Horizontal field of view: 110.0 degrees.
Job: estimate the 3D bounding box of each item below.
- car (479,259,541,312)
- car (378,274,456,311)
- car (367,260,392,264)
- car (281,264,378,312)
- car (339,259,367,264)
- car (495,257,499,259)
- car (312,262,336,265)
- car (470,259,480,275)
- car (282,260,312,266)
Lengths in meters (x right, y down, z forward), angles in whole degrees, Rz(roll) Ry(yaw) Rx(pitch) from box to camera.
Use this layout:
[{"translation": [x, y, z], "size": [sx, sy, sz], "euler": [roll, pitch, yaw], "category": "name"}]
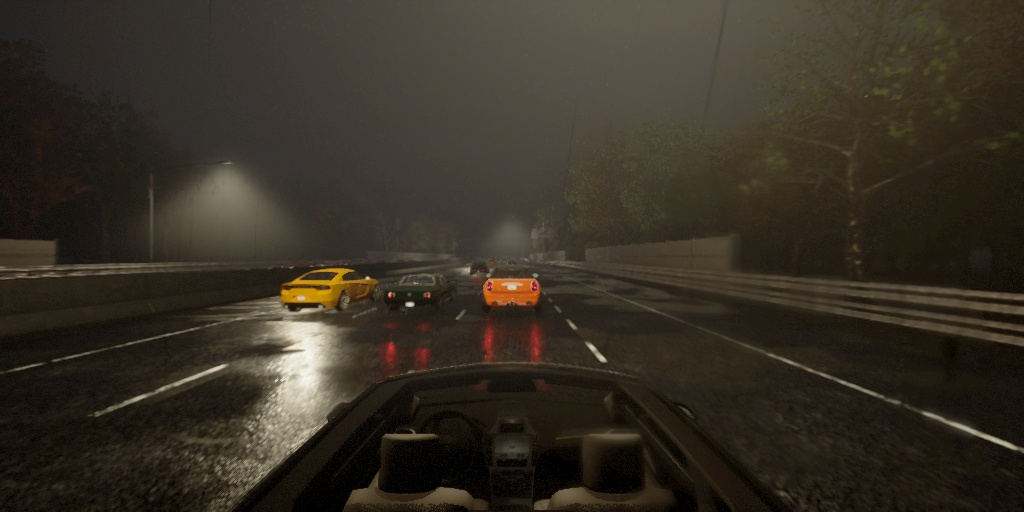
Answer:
[{"translation": [0.001, 1.124, 14.580], "size": [2.097, 1.767, 4.553], "euler": [0, 0, 0], "category": "car"}, {"translation": [-3.499, 1.373, 14.523], "size": [1.895, 1.301, 4.718], "euler": [0, 0, 0], "category": "car"}, {"translation": [-17.549, 1.336, 48.989], "size": [1.837, 1.490, 4.892], "euler": [0, 0, 1], "category": "car"}, {"translation": [-7.001, 1.250, 14.399], "size": [1.882, 1.535, 5.008], "euler": [0, 0, 0], "category": "car"}, {"translation": [-21.045, 1.184, 48.890], "size": [2.097, 1.767, 4.553], "euler": [0, 0, 1], "category": "car"}, {"translation": [-3.498, 1.337, 64.027], "size": [1.882, 1.535, 5.008], "euler": [0, 0, 0], "category": "car"}, {"translation": [-24.539, 1.432, 48.731], "size": [1.895, 1.301, 4.718], "euler": [0, 0, 1], "category": "car"}, {"translation": [-3.499, 1.323, 39.747], "size": [1.837, 1.490, 4.892], "euler": [0, 0, 0], "category": "car"}, {"translation": [-28.026, 1.306, 47.075], "size": [1.882, 1.535, 5.008], "euler": [0, 0, 1], "category": "car"}]
